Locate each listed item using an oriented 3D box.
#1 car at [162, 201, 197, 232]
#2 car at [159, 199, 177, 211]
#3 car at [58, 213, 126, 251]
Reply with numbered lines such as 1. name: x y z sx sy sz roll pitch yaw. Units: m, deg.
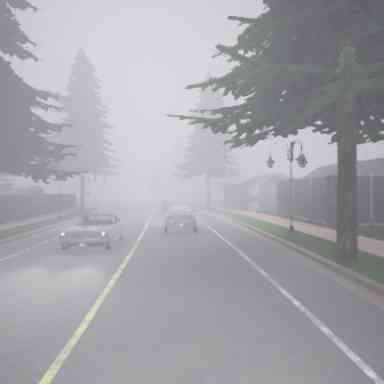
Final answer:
1. car: -0.728 1.509 19.789 1.812 1.442 4.674 0 0 -4
2. car: -2.477 1.461 36.532 2.128 1.511 4.902 0 0 -8
3. car: -4.060 1.593 14.152 1.895 1.301 4.718 0 0 -3
